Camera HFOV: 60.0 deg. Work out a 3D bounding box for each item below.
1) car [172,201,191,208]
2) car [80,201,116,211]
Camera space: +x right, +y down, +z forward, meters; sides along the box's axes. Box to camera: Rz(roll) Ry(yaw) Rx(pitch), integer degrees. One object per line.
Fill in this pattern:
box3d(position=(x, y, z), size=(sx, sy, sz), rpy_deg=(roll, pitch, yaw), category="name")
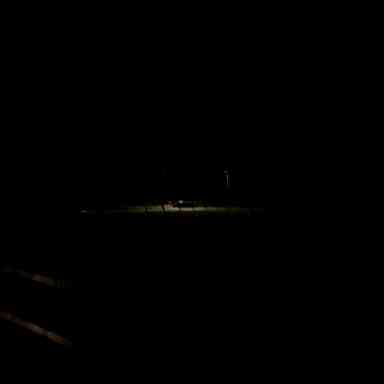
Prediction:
box3d(position=(-2.024, 2.462, 65.013), size=(1.994, 1.385, 4.181), rpy_deg=(0, -1, 36), category="car")
box3d(position=(-13.717, 2.035, 48.802), size=(2.033, 1.411, 5.357), rpy_deg=(0, -1, 36), category="car")
